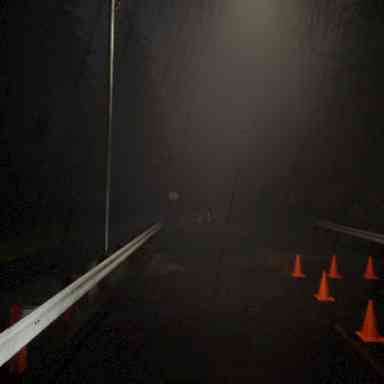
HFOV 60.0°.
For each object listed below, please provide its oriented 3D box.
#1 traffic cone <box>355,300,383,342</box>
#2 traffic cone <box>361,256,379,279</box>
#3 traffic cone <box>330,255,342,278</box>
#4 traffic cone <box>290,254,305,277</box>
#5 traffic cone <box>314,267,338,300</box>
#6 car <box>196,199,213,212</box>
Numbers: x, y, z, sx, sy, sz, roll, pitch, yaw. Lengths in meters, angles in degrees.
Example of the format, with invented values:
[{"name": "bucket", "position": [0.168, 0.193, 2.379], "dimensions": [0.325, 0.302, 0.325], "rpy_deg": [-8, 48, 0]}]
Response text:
[{"name": "traffic cone", "position": [2.853, 2.026, 5.320], "dimensions": [0.340, 0.580, 0.340], "rpy_deg": [1, 0, 2]}, {"name": "traffic cone", "position": [4.963, 2.078, 9.263], "dimensions": [0.340, 0.580, 0.340], "rpy_deg": [1, 0, 2]}, {"name": "traffic cone", "position": [3.963, 2.056, 9.291], "dimensions": [0.340, 0.580, 0.340], "rpy_deg": [1, 0, 2]}, {"name": "traffic cone", "position": [2.964, 2.035, 9.319], "dimensions": [0.340, 0.580, 0.340], "rpy_deg": [1, 0, 2]}, {"name": "traffic cone", "position": [2.909, 2.030, 7.320], "dimensions": [0.340, 0.580, 0.340], "rpy_deg": [1, 0, 2]}, {"name": "car", "position": [1.504, 1.589, 41.114], "dimensions": [2.128, 1.511, 4.902], "rpy_deg": [1, 0, 0]}]
